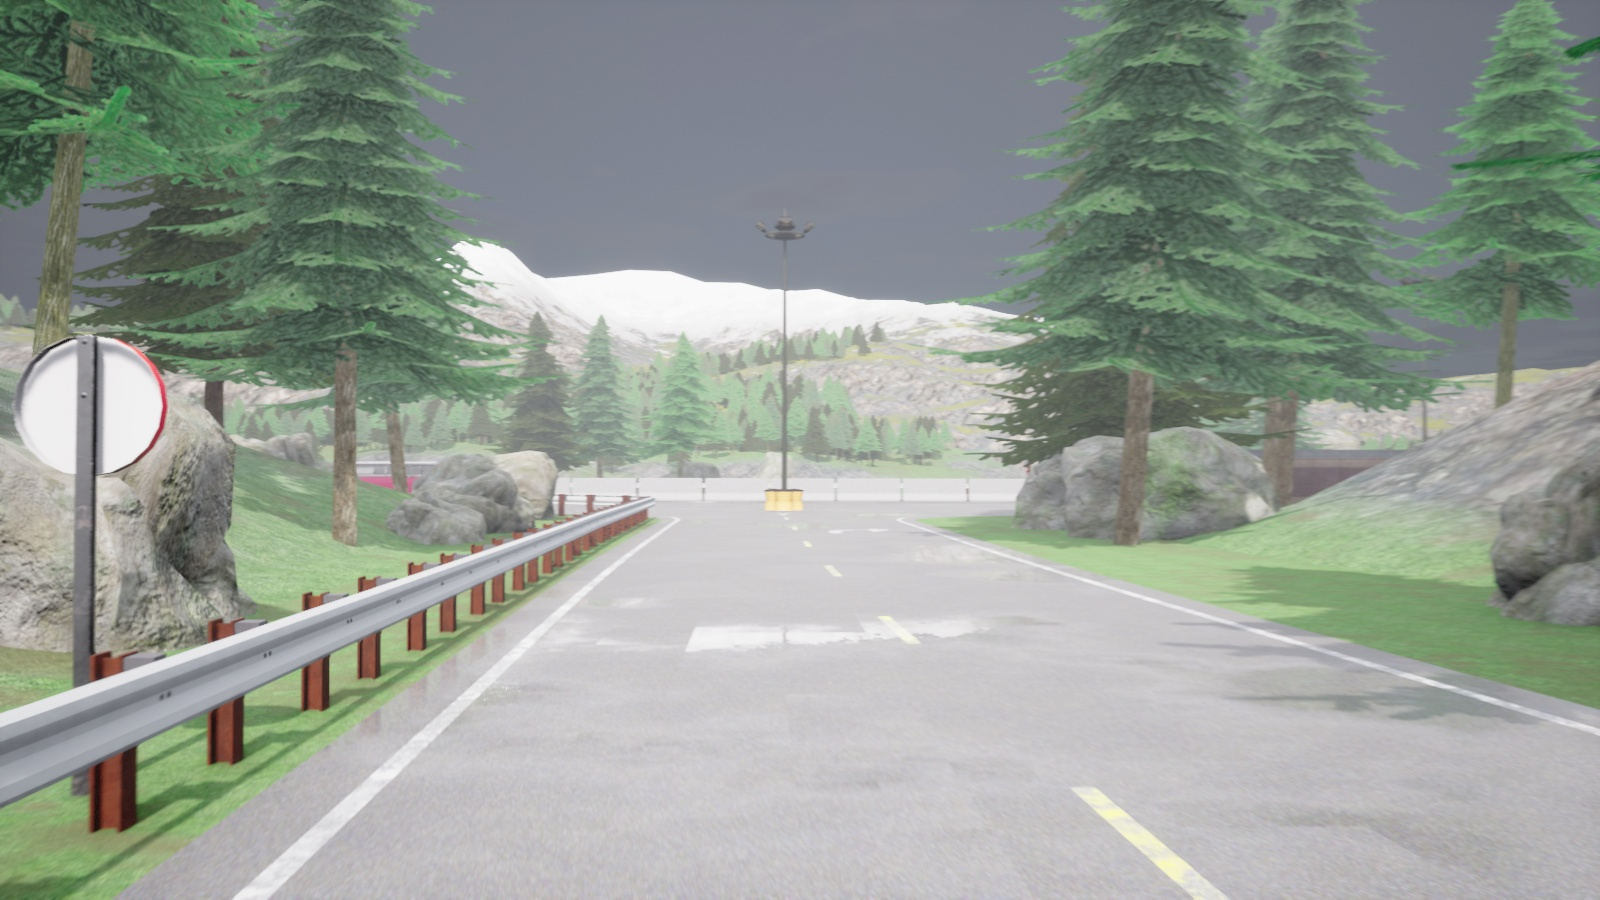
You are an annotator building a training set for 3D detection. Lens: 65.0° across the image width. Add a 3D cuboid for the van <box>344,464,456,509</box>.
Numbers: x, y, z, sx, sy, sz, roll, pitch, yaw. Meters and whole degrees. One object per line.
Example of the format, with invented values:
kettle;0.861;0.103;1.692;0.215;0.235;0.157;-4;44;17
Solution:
van;-17.932;1.624;56.435;4.442;1.987;1.775;0;-1;-1
